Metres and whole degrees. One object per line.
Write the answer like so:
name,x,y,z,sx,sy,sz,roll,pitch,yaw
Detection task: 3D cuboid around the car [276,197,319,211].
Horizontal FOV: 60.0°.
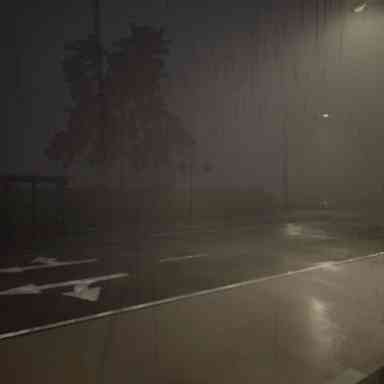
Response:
car,12.664,1.652,40.854,1.895,1.301,4.718,0,0,-35

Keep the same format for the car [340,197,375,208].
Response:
car,24.273,1.576,49.043,1.837,1.490,4.892,0,0,-35

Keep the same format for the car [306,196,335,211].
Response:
car,15.833,1.408,42.448,2.097,1.767,4.553,0,0,-35
